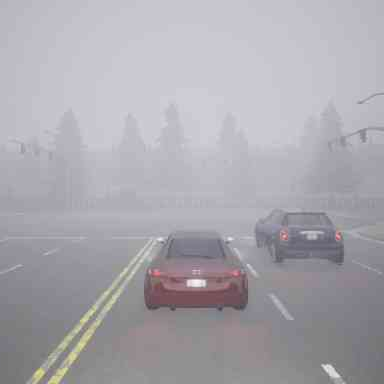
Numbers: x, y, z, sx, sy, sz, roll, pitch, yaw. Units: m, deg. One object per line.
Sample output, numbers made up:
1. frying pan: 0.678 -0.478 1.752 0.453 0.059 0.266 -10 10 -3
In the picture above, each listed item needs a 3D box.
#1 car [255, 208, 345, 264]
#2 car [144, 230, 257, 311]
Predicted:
1. car: 3.612 1.353 11.998 2.097 1.767 4.553 0 0 1
2. car: 0.075 1.564 7.826 1.994 1.385 4.181 0 0 0
